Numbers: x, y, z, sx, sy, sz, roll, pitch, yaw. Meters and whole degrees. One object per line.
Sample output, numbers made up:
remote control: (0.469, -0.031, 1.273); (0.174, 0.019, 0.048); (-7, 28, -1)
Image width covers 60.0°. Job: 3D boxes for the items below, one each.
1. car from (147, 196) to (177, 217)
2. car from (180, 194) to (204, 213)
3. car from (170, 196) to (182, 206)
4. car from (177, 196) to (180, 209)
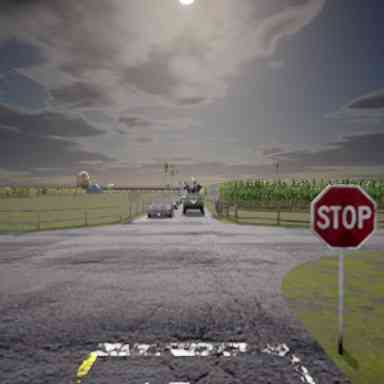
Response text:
car: (-2.811, 1.346, 30.551); (2.097, 1.767, 4.553); (0, 0, 0)
car: (0.159, 1.212, 36.730); (2.150, 2.045, 5.566); (0, 0, 0)
car: (-2.731, 1.474, 57.715); (1.837, 1.490, 4.892); (0, 1, 0)
car: (-2.779, 1.534, 42.807); (2.033, 1.411, 5.357); (0, 0, 0)
